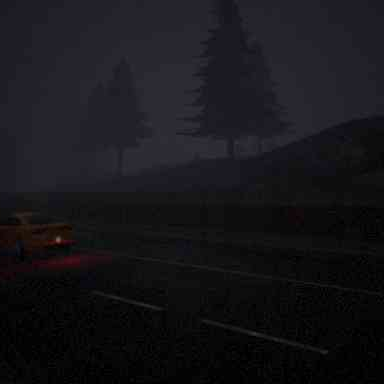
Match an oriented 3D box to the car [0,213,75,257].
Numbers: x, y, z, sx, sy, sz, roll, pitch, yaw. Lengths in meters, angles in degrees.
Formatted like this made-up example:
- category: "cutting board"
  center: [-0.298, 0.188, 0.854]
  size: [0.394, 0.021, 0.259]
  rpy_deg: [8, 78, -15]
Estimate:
- category: "car"
  center: [-6.726, 1.573, 13.425]
  size: [5.008, 1.535, 1.882]
  rpy_deg: [-1, 0, 38]
